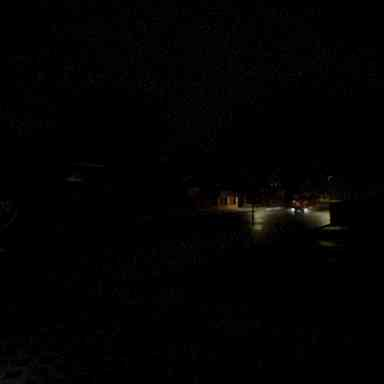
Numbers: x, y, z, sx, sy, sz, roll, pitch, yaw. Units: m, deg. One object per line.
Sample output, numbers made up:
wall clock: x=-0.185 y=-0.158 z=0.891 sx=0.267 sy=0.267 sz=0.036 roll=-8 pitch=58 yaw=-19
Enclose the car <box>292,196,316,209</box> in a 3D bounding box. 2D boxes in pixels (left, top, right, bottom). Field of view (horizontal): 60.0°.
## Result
car: x=15.454 y=1.311 z=45.860 sx=2.097 sy=1.767 sz=4.553 roll=0 pitch=0 yaw=36
